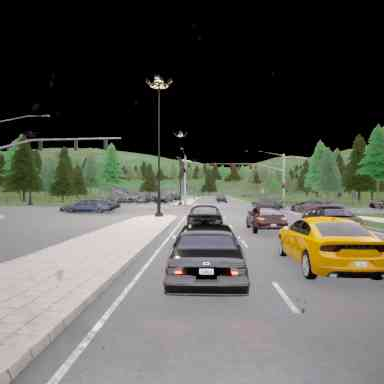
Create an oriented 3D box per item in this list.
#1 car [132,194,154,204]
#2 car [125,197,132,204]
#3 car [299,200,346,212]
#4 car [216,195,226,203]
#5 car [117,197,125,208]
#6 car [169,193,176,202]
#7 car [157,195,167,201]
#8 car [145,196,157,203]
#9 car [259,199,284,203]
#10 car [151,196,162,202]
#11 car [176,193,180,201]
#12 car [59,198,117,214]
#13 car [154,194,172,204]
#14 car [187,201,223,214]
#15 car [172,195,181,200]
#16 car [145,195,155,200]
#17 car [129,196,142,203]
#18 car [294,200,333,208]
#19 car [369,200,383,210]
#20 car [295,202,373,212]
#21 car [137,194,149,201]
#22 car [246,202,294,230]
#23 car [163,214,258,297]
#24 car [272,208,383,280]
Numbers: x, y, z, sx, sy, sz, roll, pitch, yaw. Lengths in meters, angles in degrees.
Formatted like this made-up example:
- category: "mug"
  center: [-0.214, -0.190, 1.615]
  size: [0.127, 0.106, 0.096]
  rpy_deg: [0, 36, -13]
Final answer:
- category: "car"
  center: [-9.152, 1.491, 62.282]
  size: [2.128, 1.511, 4.902]
  rpy_deg: [0, 0, 3]
- category: "car"
  center: [-12.591, 1.564, 63.423]
  size: [1.994, 1.385, 4.181]
  rpy_deg: [0, 0, 3]
- category: "car"
  center: [15.081, 1.601, 38.725]
  size: [4.718, 1.301, 1.895]
  rpy_deg: [0, 0, 3]
- category: "car"
  center: [6.322, 1.355, 72.304]
  size: [2.097, 1.767, 4.553]
  rpy_deg: [0, 0, 2]
- category: "car"
  center: [-10.749, 1.491, 38.558]
  size: [4.902, 1.511, 2.128]
  rpy_deg: [0, 0, -1]
- category: "car"
  center: [-5.193, 1.355, 72.326]
  size: [2.097, 1.767, 4.553]
  rpy_deg: [0, 0, 2]
- category: "car"
  center: [-8.020, 1.524, 89.371]
  size: [2.128, 1.511, 4.902]
  rpy_deg: [0, 0, 2]
- category: "car"
  center: [-8.742, 1.552, 71.133]
  size: [1.994, 1.385, 4.181]
  rpy_deg: [0, 0, 2]
- category: "car"
  center: [10.010, 1.564, 43.944]
  size: [4.181, 1.385, 1.994]
  rpy_deg: [0, 0, 26]
- category: "car"
  center: [-8.422, 1.552, 79.245]
  size: [1.994, 1.385, 4.181]
  rpy_deg: [0, 0, 2]
- category: "car"
  center: [-4.786, 1.225, 82.619]
  size: [2.150, 2.045, 5.566]
  rpy_deg: [0, 0, 2]
- category: "car"
  center: [-11.059, 1.547, 35.008]
  size: [5.357, 1.411, 2.033]
  rpy_deg: [0, 0, 0]
- category: "car"
  center: [-5.593, 1.601, 63.392]
  size: [1.895, 1.301, 4.718]
  rpy_deg: [0, 0, 3]
- category: "car"
  center: [0.726, 1.478, 18.598]
  size: [1.882, 1.535, 5.008]
  rpy_deg: [0, 0, 3]
- category: "car"
  center: [-4.360, 1.533, 93.021]
  size: [2.033, 1.411, 5.357]
  rpy_deg: [0, 0, 2]
- category: "car"
  center: [-11.452, 1.539, 91.134]
  size: [2.033, 1.411, 5.357]
  rpy_deg: [0, 0, 2]
- category: "car"
  center: [-12.209, 1.524, 72.043]
  size: [1.812, 1.442, 4.674]
  rpy_deg: [0, 0, 2]
- category: "car"
  center: [12.646, 1.564, 35.199]
  size: [4.181, 1.385, 1.994]
  rpy_deg: [0, 0, 1]
- category: "car"
  center: [24.614, 1.564, 41.743]
  size: [4.181, 1.385, 1.994]
  rpy_deg: [0, 0, 3]
- category: "car"
  center: [7.745, 1.547, 18.821]
  size: [2.033, 1.411, 5.357]
  rpy_deg: [0, 0, 3]
- category: "car"
  center: [-11.860, 1.355, 80.900]
  size: [2.097, 1.767, 4.553]
  rpy_deg: [0, 0, 2]
- category: "car"
  center: [4.260, 1.526, 19.204]
  size: [1.812, 1.442, 4.674]
  rpy_deg: [0, 0, 3]
- category: "car"
  center: [0.378, 1.547, 8.777]
  size: [2.033, 1.411, 5.357]
  rpy_deg: [0, 0, 2]
- category: "car"
  center: [3.932, 1.478, 9.985]
  size: [1.882, 1.535, 5.008]
  rpy_deg: [0, 0, 3]
